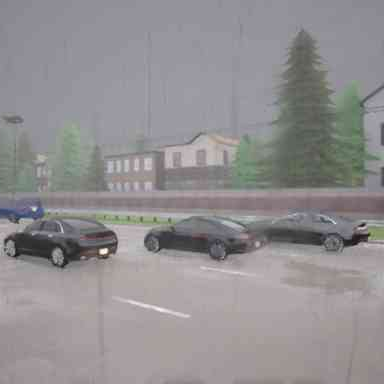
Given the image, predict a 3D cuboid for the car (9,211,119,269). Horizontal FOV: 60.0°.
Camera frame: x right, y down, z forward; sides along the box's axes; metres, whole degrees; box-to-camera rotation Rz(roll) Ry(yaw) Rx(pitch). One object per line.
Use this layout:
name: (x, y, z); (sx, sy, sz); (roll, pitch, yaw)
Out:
car: (-4.685, 1.600, 11.641); (4.892, 1.490, 1.837); (-1, 0, 36)

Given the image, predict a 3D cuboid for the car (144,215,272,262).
car: (0.304, 1.588, 12.363); (4.674, 1.442, 1.812); (-1, 0, 35)

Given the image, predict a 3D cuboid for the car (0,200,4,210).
car: (-16.370, 1.468, 24.287); (5.566, 2.045, 2.150); (-1, 0, 36)

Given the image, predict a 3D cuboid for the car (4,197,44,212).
car: (-14.296, 1.468, 27.106); (5.566, 2.045, 2.150); (-1, 0, 36)

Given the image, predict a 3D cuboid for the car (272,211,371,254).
car: (4.544, 1.530, 13.651); (4.902, 1.511, 2.128); (-1, 0, 36)

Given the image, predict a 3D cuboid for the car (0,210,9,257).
car: (-7.369, 1.454, 9.258); (4.553, 1.767, 2.097); (-1, 0, 36)
